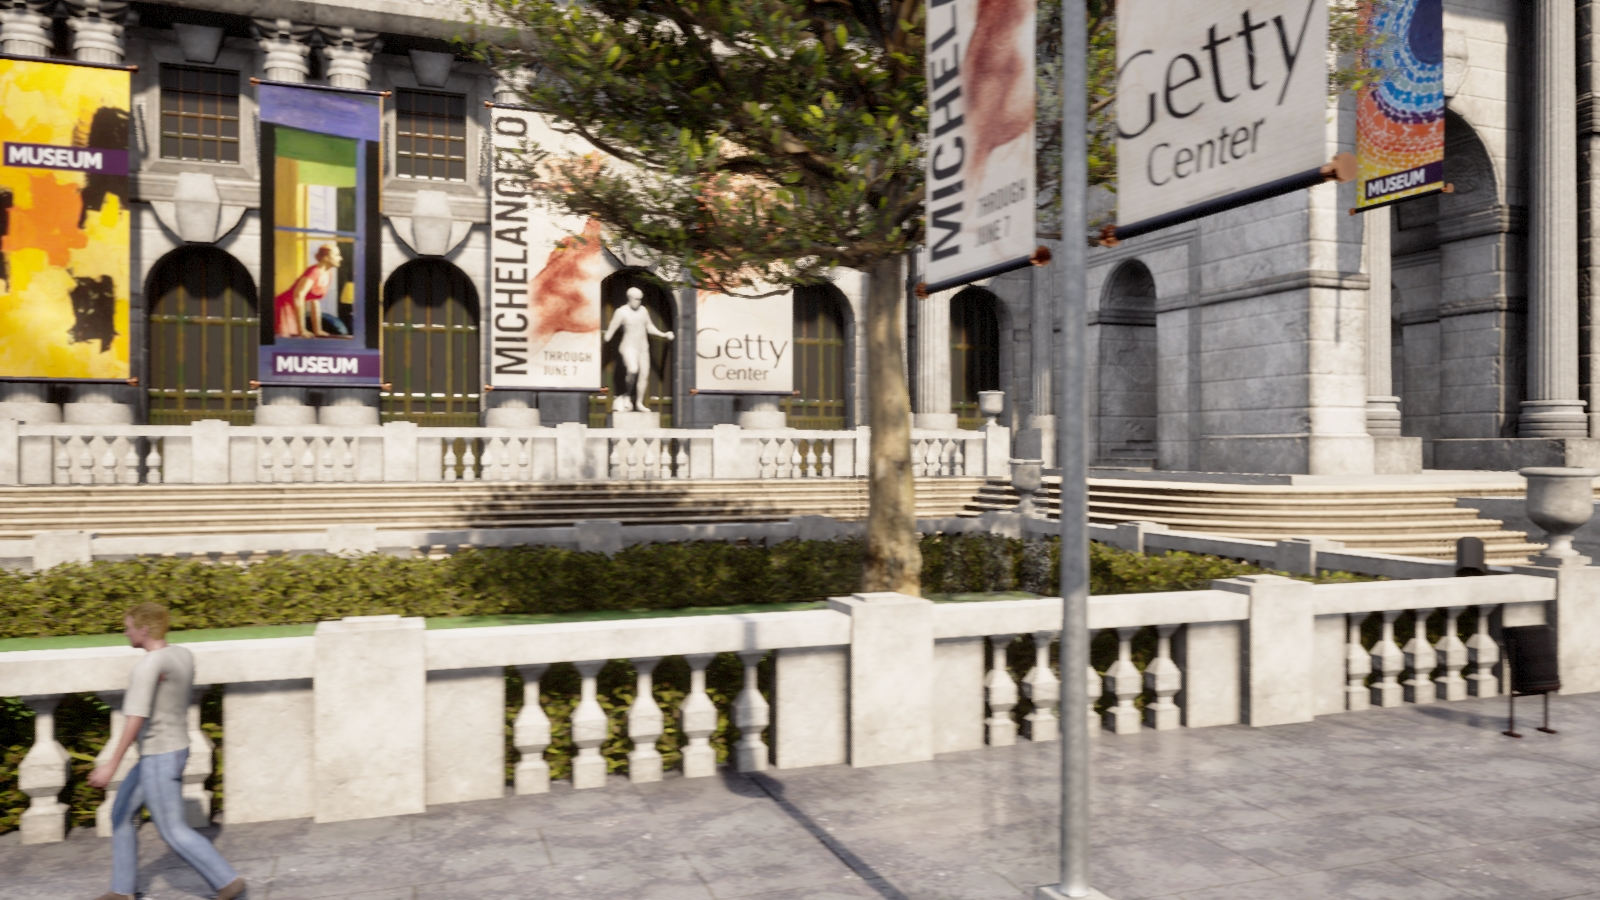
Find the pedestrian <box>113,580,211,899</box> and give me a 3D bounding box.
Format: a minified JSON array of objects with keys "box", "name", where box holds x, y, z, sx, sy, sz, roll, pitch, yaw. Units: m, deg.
[{"box":[-3.650,1.698,6.554,0.375,1.860,0.375,0,0,-7],"name":"pedestrian"}]
